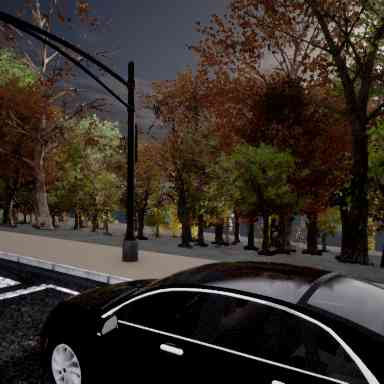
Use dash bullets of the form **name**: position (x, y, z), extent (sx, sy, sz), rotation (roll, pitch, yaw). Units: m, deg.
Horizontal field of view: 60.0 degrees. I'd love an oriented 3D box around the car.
- **car**: position (0.376, 1.505, 3.406), extent (4.892, 1.490, 1.837), rotation (0, 0, 36)
